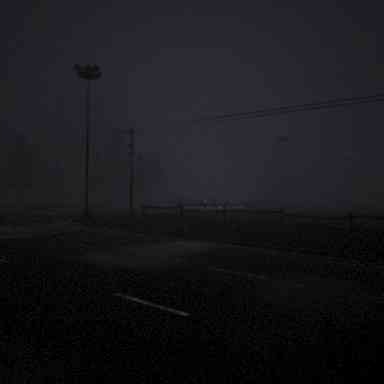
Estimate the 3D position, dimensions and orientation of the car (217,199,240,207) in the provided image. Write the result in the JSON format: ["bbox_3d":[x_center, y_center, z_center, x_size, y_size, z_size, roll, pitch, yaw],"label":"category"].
[{"bbox_3d":[6.967,1.919,59.596,1.812,1.442,4.674,0,-1,39],"label":"car"}]

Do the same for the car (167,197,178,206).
[{"bbox_3d":[-2.687,1.792,64.263,1.882,1.535,5.008,0,0,39],"label":"car"}]

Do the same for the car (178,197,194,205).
[{"bbox_3d":[0.074,1.934,62.145,1.895,1.301,4.718,0,0,39],"label":"car"}]

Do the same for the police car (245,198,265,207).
[{"bbox_3d":[11.120,1.860,59.076,1.930,1.638,5.238,0,0,39],"label":"police car"}]

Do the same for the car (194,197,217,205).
[{"bbox_3d":[3.012,1.708,60.242,2.097,1.767,4.553,0,-1,39],"label":"car"}]
